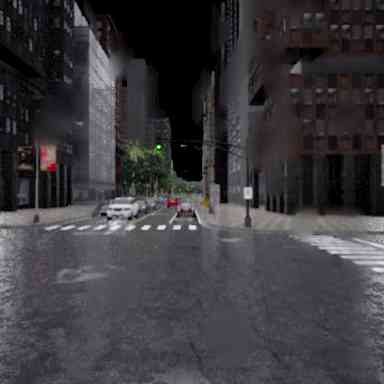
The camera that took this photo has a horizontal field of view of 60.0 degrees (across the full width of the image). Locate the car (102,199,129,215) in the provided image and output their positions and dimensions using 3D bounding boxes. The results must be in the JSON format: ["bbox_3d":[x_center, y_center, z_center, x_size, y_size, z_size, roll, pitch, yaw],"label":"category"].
[{"bbox_3d":[-9.155,1.742,40.286,2.192,1.841,5.009,0,-1,0],"label":"car"}]

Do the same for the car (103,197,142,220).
[{"bbox_3d":[-6.436,1.540,31.492,2.150,2.045,5.566,0,-1,0],"label":"car"}]

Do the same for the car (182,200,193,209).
[{"bbox_3d":[-0.729,2.156,56.606,1.887,1.381,4.507,0,-1,0],"label":"car"}]

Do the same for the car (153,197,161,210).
[{"bbox_3d":[-6.544,1.912,51.716,2.097,1.767,4.553,0,-1,0],"label":"car"}]

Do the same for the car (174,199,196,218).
[{"bbox_3d":[-0.596,1.790,34.910,1.967,1.590,4.097,0,-1,0],"label":"car"}]

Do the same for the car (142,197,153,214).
[{"bbox_3d":[-6.493,1.789,41.515,2.097,1.767,4.553,0,-1,0],"label":"car"}]

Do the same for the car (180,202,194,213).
[{"bbox_3d":[-0.662,2.061,45.757,1.802,1.307,4.206,0,-1,0],"label":"car"}]

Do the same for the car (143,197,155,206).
[{"bbox_3d":[-9.356,2.140,72.840,2.192,1.841,5.009,0,-1,0],"label":"car"}]

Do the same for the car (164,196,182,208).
[{"bbox_3d":[-3.418,1.894,61.296,2.150,2.045,5.566,0,-1,0],"label":"car"}]

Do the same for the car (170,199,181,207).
[{"bbox_3d":[-3.582,2.328,71.737,2.128,1.511,4.902,0,-1,0],"label":"car"}]

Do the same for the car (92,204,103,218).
[{"bbox_3d":[-9.120,1.928,34.858,1.947,1.339,4.313,0,-1,0],"label":"car"}]

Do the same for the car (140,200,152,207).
[{"bbox_3d":[-9.321,2.339,67.411,1.802,1.307,4.206,0,-1,0],"label":"car"}]

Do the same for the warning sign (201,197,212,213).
[{"bbox_3d":[1.692,1.506,38.597,1.300,1.860,1.060,0,0,0],"label":"warning sign"}]

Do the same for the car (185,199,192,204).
[{"bbox_3d":[-0.931,2.565,89.153,1.887,1.381,4.507,0,-1,0],"label":"car"}]
